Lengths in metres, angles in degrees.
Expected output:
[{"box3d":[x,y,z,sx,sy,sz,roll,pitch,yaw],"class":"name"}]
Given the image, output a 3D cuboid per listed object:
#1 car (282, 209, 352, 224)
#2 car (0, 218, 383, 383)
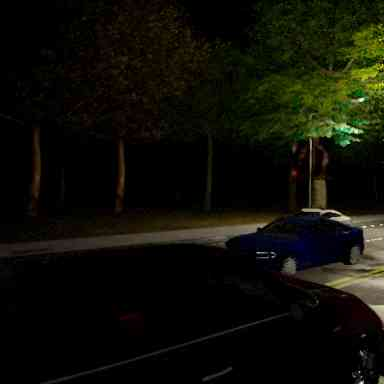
[{"box3d":[3.175,1.479,9.940,5.008,1.535,1.882,0,0,-35],"class":"car"},{"box3d":[0.049,1.352,3.474,4.553,1.767,2.097,0,0,-35],"class":"car"}]
